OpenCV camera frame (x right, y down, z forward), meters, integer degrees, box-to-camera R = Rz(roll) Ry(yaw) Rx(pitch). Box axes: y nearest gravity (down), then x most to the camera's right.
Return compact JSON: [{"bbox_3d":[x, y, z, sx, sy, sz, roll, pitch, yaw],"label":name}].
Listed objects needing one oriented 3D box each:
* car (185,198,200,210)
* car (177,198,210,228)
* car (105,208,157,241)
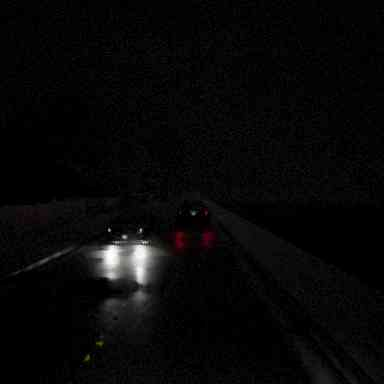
[{"bbox_3d":[0.088,1.496,42.818,1.812,1.442,4.674,0,0,0],"label":"car"},{"bbox_3d":[0.092,1.340,22.347,2.097,1.767,4.553,0,0,0],"label":"car"},{"bbox_3d":[-2.853,1.539,16.791,2.033,1.411,5.357,0,0,0],"label":"car"}]
